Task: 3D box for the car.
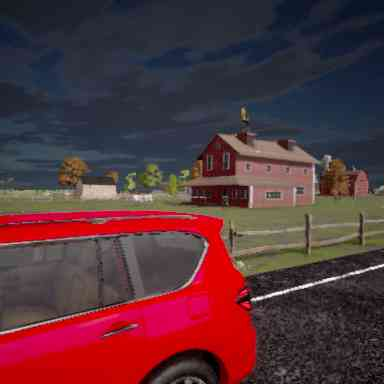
[{"bbox_3d":[-1.947,1.221,2.605,5.566,2.045,2.150,0,0,-36],"label":"car"}]
